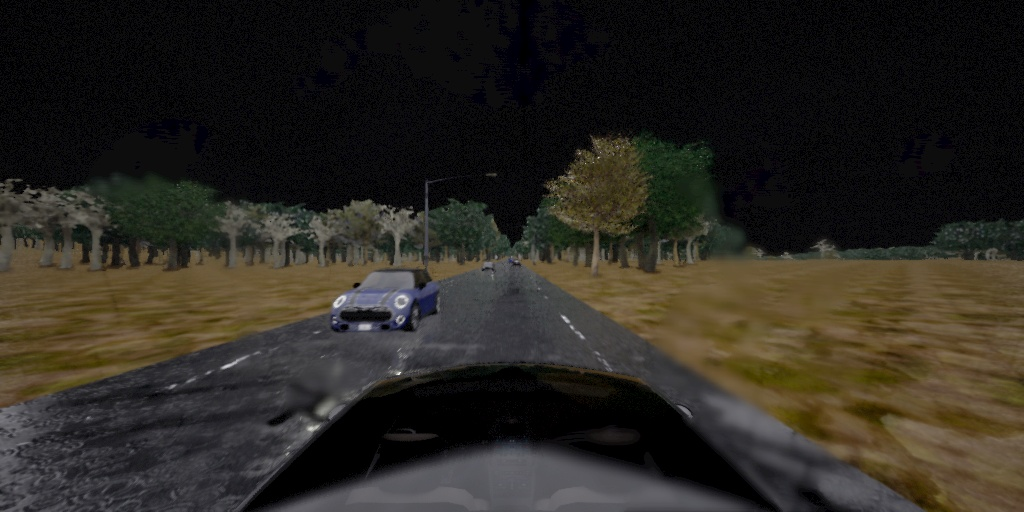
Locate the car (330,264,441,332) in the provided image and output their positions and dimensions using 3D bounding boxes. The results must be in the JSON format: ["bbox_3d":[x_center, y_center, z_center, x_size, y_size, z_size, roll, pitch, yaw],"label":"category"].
[{"bbox_3d":[-3.595,1.163,11.008,2.097,1.767,4.553,0,0,0],"label":"car"}]

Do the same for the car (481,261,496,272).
[{"bbox_3d":[-3.529,1.565,54.212,1.837,1.490,4.892,0,0,1],"label":"car"}]
